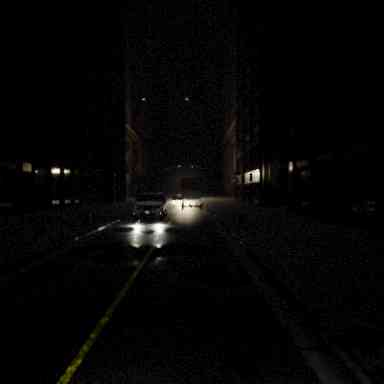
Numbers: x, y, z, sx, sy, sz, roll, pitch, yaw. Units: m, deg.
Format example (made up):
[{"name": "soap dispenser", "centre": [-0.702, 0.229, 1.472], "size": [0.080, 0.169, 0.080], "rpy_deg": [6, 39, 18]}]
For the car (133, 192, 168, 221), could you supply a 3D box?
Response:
[{"name": "car", "centre": [-3.109, 1.025, 25.809], "size": [2.150, 2.045, 5.566], "rpy_deg": [0, 0, 0]}]

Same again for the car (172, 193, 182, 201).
[{"name": "car", "centre": [-3.029, 1.047, 67.954], "size": [2.128, 1.511, 4.902], "rpy_deg": [0, 1, 0]}]

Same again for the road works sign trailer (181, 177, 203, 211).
[{"name": "road works sign trailer", "centre": [-0.014, 0.198, 36.476], "size": [2.380, 3.560, 2.880], "rpy_deg": [0, 0, 0]}]
